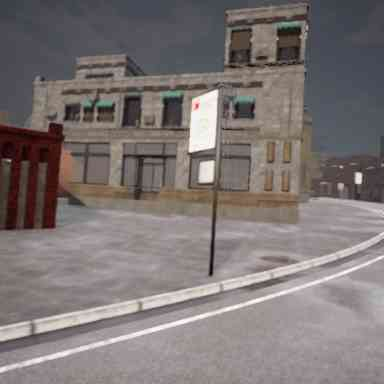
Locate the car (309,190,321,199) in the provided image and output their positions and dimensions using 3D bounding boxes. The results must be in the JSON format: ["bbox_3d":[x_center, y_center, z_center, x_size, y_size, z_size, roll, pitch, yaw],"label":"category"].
[{"bbox_3d":[20.088,0.381,57.779,2.033,1.411,5.357,4,2,-15],"label":"car"}]
